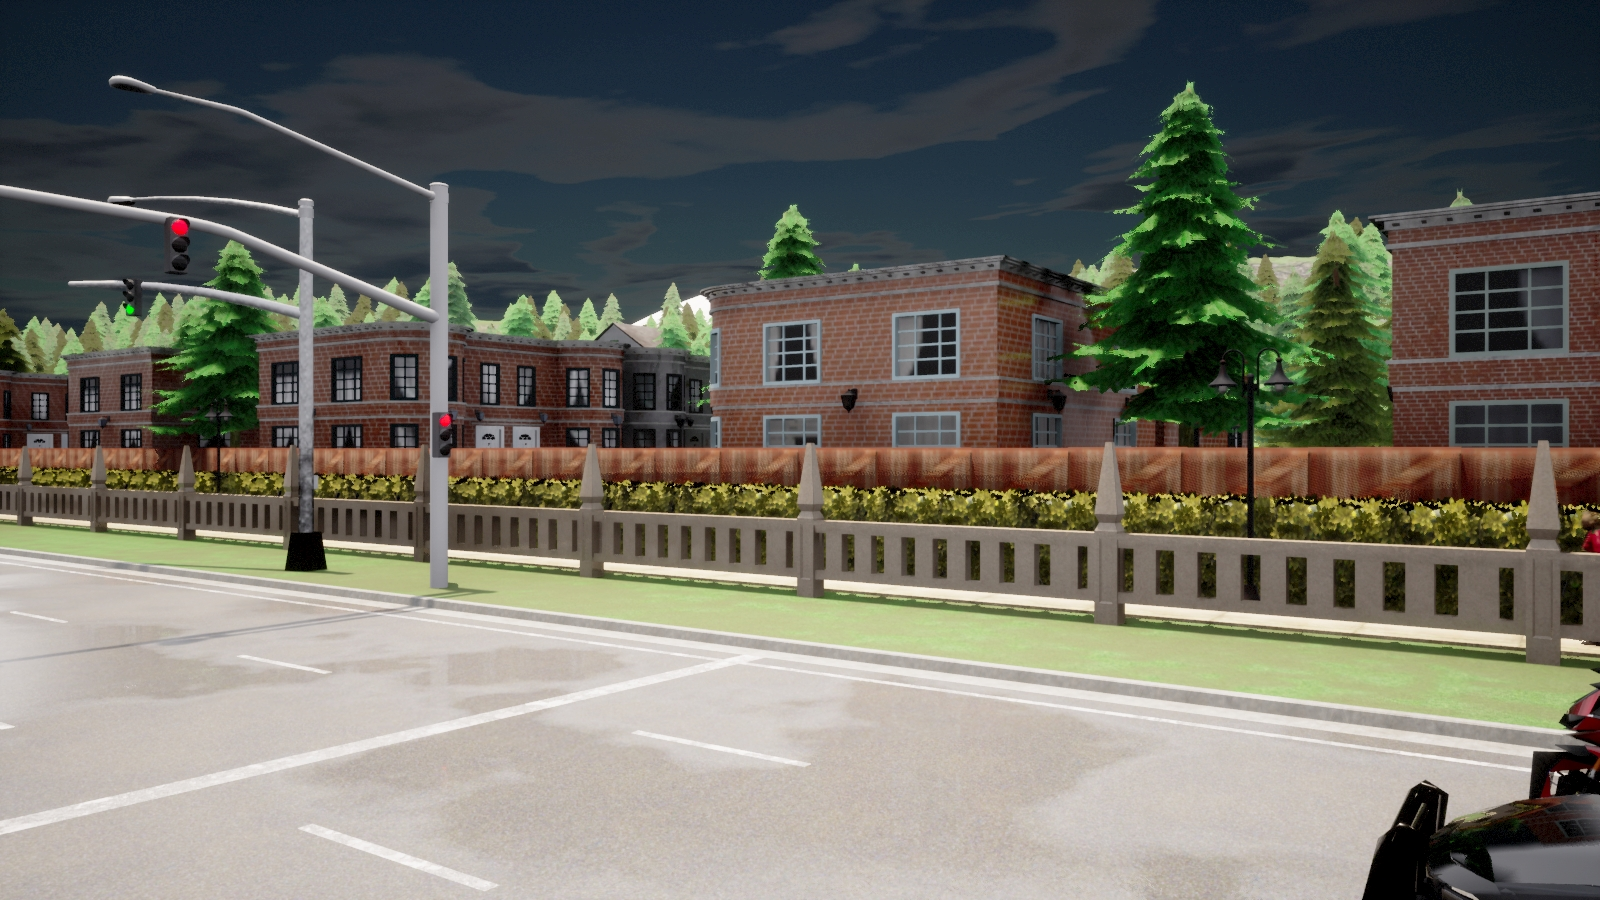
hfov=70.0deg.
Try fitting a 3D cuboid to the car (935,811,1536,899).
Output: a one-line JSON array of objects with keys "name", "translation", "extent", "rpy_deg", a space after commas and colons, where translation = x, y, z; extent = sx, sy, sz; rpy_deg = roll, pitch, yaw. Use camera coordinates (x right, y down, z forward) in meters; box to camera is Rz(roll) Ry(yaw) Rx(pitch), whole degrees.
[{"name": "car", "translation": [2.178, 2.065, 2.259], "extent": [4.193, 1.474, 1.816], "rpy_deg": [0, 0, 35]}]

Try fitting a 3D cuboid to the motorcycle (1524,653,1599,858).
[{"name": "motorcycle", "translation": [6.334, 2.205, 7.895], "extent": [2.209, 1.251, 0.867], "rpy_deg": [0, 0, 35]}]

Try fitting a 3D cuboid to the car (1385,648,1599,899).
[{"name": "car", "translation": [5.302, 1.983, 4.345], "extent": [5.238, 1.638, 2.097], "rpy_deg": [0, 0, 35]}]

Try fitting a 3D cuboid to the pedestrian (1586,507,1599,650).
[{"name": "pedestrian", "translation": [10.646, 1.701, 15.147], "extent": [0.375, 1.860, 0.375], "rpy_deg": [0, 0, 35]}]
